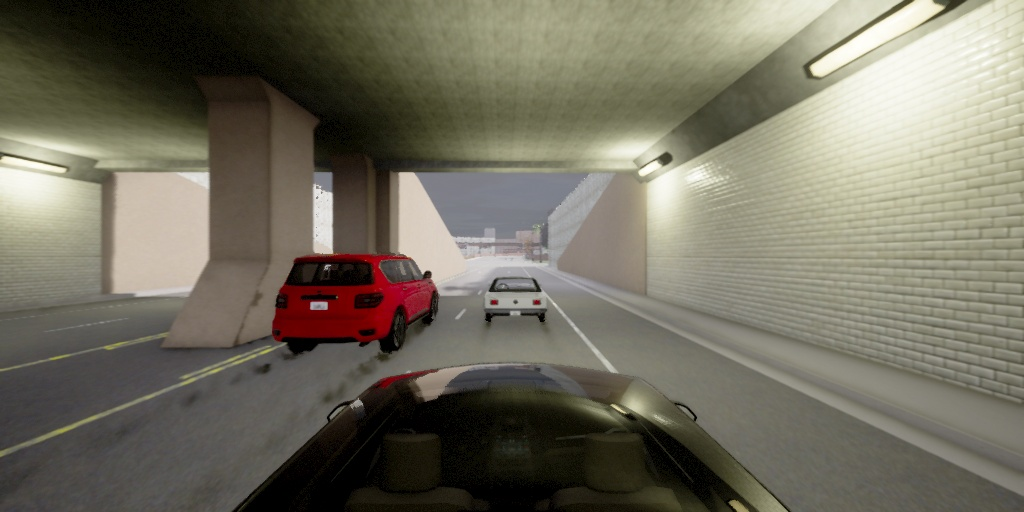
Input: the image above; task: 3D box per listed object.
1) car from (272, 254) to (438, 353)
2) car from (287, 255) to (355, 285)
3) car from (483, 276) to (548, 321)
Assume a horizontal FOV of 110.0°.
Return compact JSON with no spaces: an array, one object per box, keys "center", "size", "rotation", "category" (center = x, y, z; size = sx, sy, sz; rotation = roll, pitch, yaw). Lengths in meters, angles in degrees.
[{"center":[-3.400,0.972,9.001],"size":[2.150,2.045,5.566],"rotation":[0,0,0],"category":"car"},{"center":[-14.098,0.976,26.933],"size":[2.150,2.045,5.566],"rotation":[0,0,0],"category":"car"},{"center":[0.101,1.351,12.422],"size":[1.895,1.301,4.718],"rotation":[0,0,0],"category":"car"}]
